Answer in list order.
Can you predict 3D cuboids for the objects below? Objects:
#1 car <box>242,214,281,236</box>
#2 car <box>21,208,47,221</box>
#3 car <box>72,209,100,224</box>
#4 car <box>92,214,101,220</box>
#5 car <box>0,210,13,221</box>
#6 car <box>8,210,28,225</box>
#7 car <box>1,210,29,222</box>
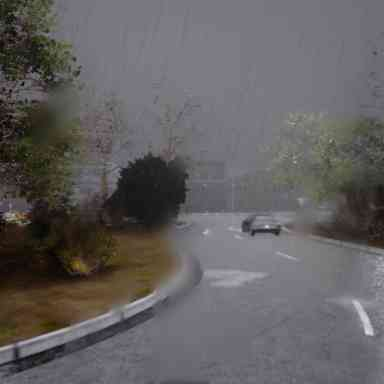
[{"bbox_3d":[4.742,2.230,23.269,1.994,1.385,4.181,0,-2,-2],"label":"car"},{"bbox_3d":[-24.181,3.395,51.185,2.185,1.767,4.553,-2,-2,-6],"label":"car"},{"bbox_3d":[-12.644,2.896,40.045,2.231,1.521,4.892,-1,-2,-6],"label":"car"},{"bbox_3d":[-9.997,2.596,40.347,2.435,2.045,5.566,-1,-2,-6],"label":"car"},{"bbox_3d":[-26.265,3.109,43.808,4.181,1.385,1.994,-2,-2,-6],"label":"car"},{"bbox_3d":[-21.091,3.081,39.009,1.946,1.575,5.366,-1,-2,-6],"label":"car"},{"bbox_3d":[-27.100,3.614,51.110,1.946,1.575,5.366,-2,-2,-6],"label":"car"}]
